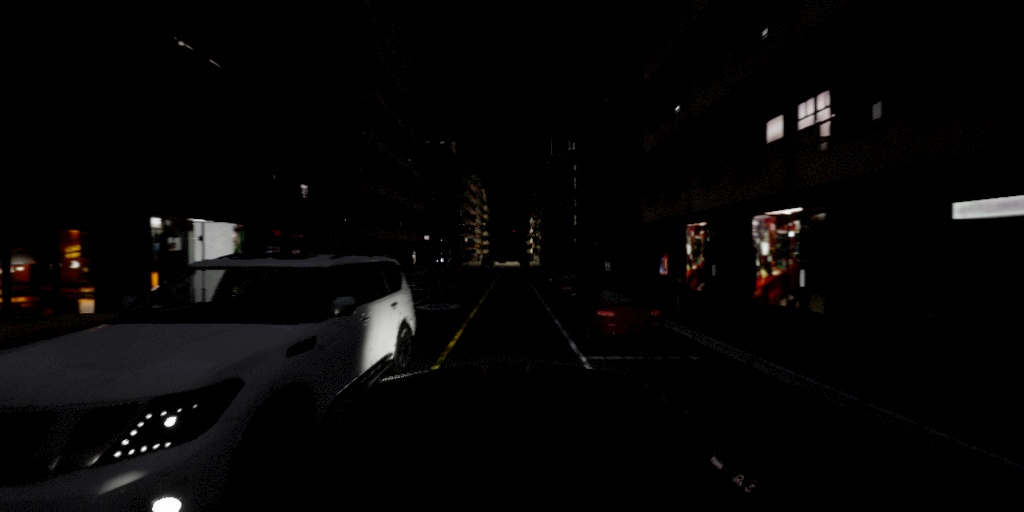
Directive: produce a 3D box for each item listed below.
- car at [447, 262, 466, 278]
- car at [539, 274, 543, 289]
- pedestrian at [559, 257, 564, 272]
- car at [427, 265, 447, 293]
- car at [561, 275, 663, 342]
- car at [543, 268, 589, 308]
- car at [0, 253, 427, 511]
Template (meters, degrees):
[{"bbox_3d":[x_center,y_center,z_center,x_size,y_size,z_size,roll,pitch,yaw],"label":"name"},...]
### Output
[{"bbox_3d":[-5.447,1.257,33.823,1.967,1.591,4.097,0,0,0],"label":"car"},{"bbox_3d":[2.564,1.356,20.866,1.948,1.339,4.313,0,0,0],"label":"car"},{"bbox_3d":[6.009,0.987,43.486,0.375,1.860,0.375,-1,1,0],"label":"pedestrian"},{"bbox_3d":[-5.317,1.341,20.748,2.007,1.370,4.403,0,0,0],"label":"car"},{"bbox_3d":[2.564,1.349,9.538,1.802,1.307,4.207,0,0,0],"label":"car"},{"bbox_3d":[2.564,1.324,15.202,1.888,1.381,4.507,0,0,0],"label":"car"},{"bbox_3d":[-2.851,0.978,4.533,2.150,2.045,5.566,0,0,0],"label":"car"}]
